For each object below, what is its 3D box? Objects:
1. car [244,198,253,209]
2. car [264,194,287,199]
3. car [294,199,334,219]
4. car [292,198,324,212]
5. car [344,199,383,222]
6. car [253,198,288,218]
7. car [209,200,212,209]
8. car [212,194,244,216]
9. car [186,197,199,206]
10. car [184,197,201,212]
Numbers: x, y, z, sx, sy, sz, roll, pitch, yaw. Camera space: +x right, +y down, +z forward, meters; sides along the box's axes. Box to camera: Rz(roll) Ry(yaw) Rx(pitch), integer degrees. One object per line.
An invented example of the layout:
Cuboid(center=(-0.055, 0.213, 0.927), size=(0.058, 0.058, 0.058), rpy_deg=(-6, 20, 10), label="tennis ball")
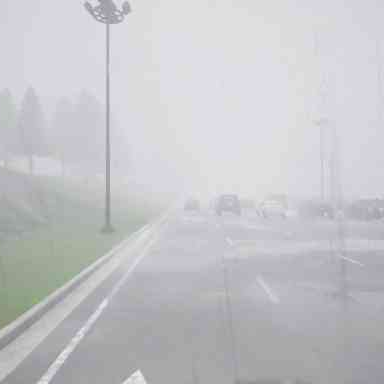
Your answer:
Cuboid(center=(7.019, 1.477, 43.877), size=(1.882, 1.535, 5.008), rpy_deg=(0, 0, 0), label="car")
Cuboid(center=(10.517, 1.220, 42.321), size=(2.150, 2.045, 5.566), rpy_deg=(0, 0, 0), label="car")
Cuboid(center=(10.554, 1.502, 28.648), size=(1.837, 1.490, 4.892), rpy_deg=(0, -1, 0), label="car")
Cuboid(center=(14.017, 1.547, 40.573), size=(2.033, 1.411, 5.357), rpy_deg=(0, 0, 0), label="car")
Cuboid(center=(14.056, 1.354, 26.702), size=(2.097, 1.767, 4.553), rpy_deg=(0, 0, 1), label="car")
Cuboid(center=(7.041, 1.526, 29.923), size=(1.812, 1.442, 4.674), rpy_deg=(0, 0, 0), label="car")
Cuboid(center=(3.481, 1.525, 46.042), size=(1.812, 1.442, 4.674), rpy_deg=(0, 0, 0), label="car")
Cuboid(center=(3.481, 1.223, 32.941), size=(2.150, 2.045, 5.566), rpy_deg=(0, 0, 1), label="car")
Cuboid(center=(0.017, 1.547, 54.994), size=(2.033, 1.411, 5.357), rpy_deg=(0, 0, -3), label="car")
Cuboid(center=(0.035, 1.547, 38.751), size=(2.033, 1.411, 5.357), rpy_deg=(0, 0, 1), label="car")
